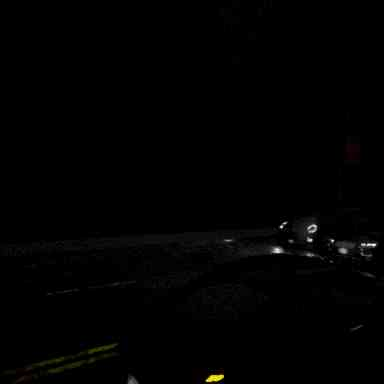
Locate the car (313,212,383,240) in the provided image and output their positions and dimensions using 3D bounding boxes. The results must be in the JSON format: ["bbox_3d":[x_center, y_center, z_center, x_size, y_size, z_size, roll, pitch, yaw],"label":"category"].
[{"bbox_3d":[6.896,1.619,11.704,4.902,1.511,2.128,1,0,-30],"label":"car"}]

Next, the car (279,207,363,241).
[{"bbox_3d":[6.094,1.493,14.975,4.553,1.767,2.097,1,0,-29],"label":"car"}]

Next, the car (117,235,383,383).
[{"bbox_3d":[1.401,1.558,4.244,4.674,1.442,1.812,1,0,-34],"label":"car"}]
